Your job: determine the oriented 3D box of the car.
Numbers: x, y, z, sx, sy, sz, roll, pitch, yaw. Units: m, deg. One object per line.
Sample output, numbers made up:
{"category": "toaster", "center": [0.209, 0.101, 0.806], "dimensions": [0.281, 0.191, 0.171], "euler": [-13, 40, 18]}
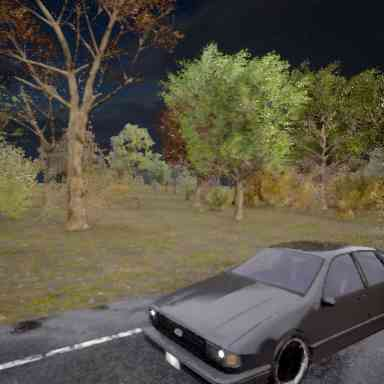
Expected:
{"category": "car", "center": [1.942, 1.551, 5.380], "dimensions": [5.357, 1.411, 2.033], "euler": [0, 0, -35]}
